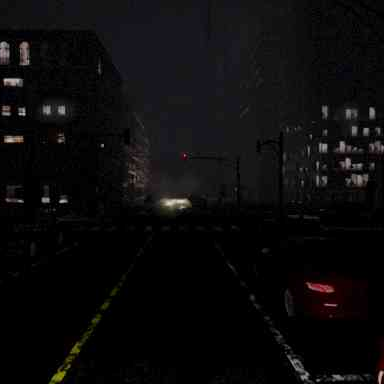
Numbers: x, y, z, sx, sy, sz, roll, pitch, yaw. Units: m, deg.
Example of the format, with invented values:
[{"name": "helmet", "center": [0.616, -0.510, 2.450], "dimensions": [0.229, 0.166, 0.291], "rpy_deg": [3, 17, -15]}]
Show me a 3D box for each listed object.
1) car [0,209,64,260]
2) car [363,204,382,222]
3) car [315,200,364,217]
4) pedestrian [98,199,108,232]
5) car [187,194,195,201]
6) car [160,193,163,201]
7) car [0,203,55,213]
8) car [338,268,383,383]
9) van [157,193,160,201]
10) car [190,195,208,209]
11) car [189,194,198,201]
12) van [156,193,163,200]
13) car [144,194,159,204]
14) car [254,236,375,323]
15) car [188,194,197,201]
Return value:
[{"name": "car", "center": [-6.105, 1.545, 12.236], "dimensions": [2.008, 1.369, 4.403], "rpy_deg": [-1, 0, -2]}, {"name": "car", "center": [15.886, 1.688, 25.198], "dimensions": [4.403, 1.369, 2.008], "rpy_deg": [0, 1, -1]}, {"name": "car", "center": [14.084, 1.540, 31.078], "dimensions": [4.892, 1.490, 1.837], "rpy_deg": [0, 1, -1]}, {"name": "pedestrian", "center": [-5.020, 1.285, 18.544], "dimensions": [0.375, 1.860, 0.375], "rpy_deg": [-1, 1, -2]}, {"name": "car", "center": [-0.206, 1.335, 84.519], "dimensions": [1.967, 1.590, 4.097], "rpy_deg": [-1, 0, -2]}, {"name": "car", "center": [-8.361, 1.452, 78.560], "dimensions": [1.887, 1.381, 4.507], "rpy_deg": [-1, 0, -2]}, {"name": "car", "center": [-13.644, 1.562, 27.109], "dimensions": [4.718, 1.301, 1.895], "rpy_deg": [0, 1, 2]}, {"name": "car", "center": [2.649, 1.544, 1.403], "dimensions": [1.887, 1.381, 4.507], "rpy_deg": [-1, 0, -2]}, {"name": "van", "center": [-7.980, 1.271, 67.274], "dimensions": [1.690, 1.788, 3.998], "rpy_deg": [-1, 0, -2]}, {"name": "car", "center": [1.132, 1.510, 45.021], "dimensions": [1.887, 1.381, 4.507], "rpy_deg": [-1, 0, -2]}, {"name": "car", "center": [0.939, 1.397, 50.664], "dimensions": [1.967, 1.590, 4.097], "rpy_deg": [-1, 0, -2]}, {"name": "van", "center": [-8.747, 1.222, 89.847], "dimensions": [1.690, 1.788, 3.998], "rpy_deg": [-1, 0, -2]}, {"name": "car", "center": [-7.785, 1.505, 61.632], "dimensions": [1.947, 1.339, 4.313], "rpy_deg": [-1, 0, -2]}, {"name": "car", "center": [2.460, 1.579, 6.981], "dimensions": [1.802, 1.307, 4.206], "rpy_deg": [-1, 0, -2]}, {"name": "car", "center": [-0.021, 1.347, 78.876], "dimensions": [1.967, 1.590, 4.097], "rpy_deg": [-1, 0, -2]}]
